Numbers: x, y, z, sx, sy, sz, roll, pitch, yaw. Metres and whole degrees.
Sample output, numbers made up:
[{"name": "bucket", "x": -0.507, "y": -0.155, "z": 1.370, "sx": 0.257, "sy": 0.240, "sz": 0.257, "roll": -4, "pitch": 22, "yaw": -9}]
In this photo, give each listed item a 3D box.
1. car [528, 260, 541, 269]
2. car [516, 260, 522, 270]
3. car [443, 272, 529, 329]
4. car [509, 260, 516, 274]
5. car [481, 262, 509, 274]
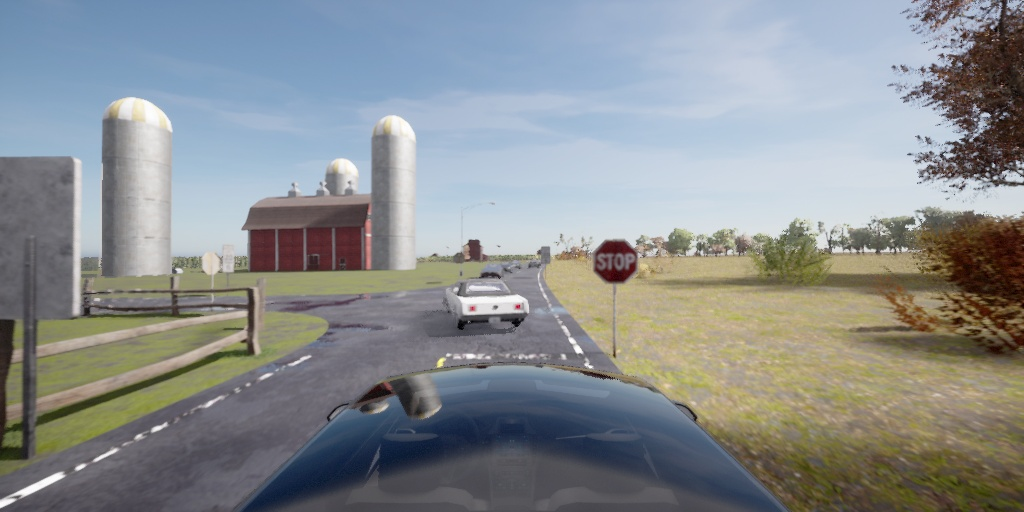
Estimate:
[{"name": "car", "x": 3.821, "y": 1.399, "z": 63.039, "sx": 2.128, "sy": 1.511, "sz": 4.902, "roll": 0, "pitch": 0, "yaw": 6}, {"name": "car", "x": 0.509, "y": 1.389, "z": 58.165, "sx": 2.128, "sy": 1.511, "sz": 4.902, "roll": 0, "pitch": 0, "yaw": 6}, {"name": "car", "x": -1.058, "y": 1.383, "z": 11.505, "sx": 1.895, "sy": 1.301, "sz": 4.718, "roll": 0, "pitch": 0, "yaw": -16}, {"name": "car", "x": -0.943, "y": 1.434, "z": 43.656, "sx": 1.994, "sy": 1.385, "sz": 4.181, "roll": 0, "pitch": 0, "yaw": 5}, {"name": "car", "x": -1.736, "y": 1.393, "z": 33.194, "sx": 2.033, "sy": 1.411, "sz": 5.357, "roll": 0, "pitch": 0, "yaw": 4}]
